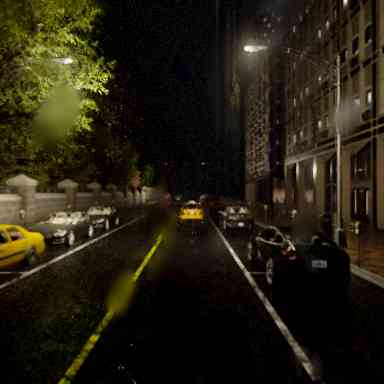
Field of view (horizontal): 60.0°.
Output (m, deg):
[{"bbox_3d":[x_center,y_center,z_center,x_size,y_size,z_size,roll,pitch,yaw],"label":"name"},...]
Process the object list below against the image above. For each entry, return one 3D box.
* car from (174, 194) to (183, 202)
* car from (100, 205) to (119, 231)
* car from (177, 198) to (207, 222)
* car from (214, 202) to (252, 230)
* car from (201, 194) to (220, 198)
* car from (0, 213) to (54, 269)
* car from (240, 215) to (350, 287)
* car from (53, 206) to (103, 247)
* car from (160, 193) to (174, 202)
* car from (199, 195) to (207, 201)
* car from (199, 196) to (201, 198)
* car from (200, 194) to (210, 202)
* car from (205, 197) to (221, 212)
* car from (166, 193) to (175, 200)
[{"bbox_3d":[-2.993,1.380,72.583,2.128,1.511,4.902,0,0,0],"label":"car"},{"bbox_3d":[-5.683,1.534,20.506,2.008,1.369,4.403,0,0,0],"label":"car"},{"bbox_3d":[0.010,1.493,26.262,1.801,1.575,5.366,0,0,0],"label":"car"},{"bbox_3d":[2.698,1.534,20.479,2.008,1.369,4.403,0,0,0],"label":"car"},{"bbox_3d":[2.703,1.265,43.203,2.192,1.841,5.009,0,0,0],"label":"car"},{"bbox_3d":[-5.683,1.520,8.970,1.752,1.417,4.829,0,0,0],"label":"car"},{"bbox_3d":[2.697,1.559,9.115,1.947,1.339,4.313,0,0,0],"label":"car"},{"bbox_3d":[-5.683,1.540,14.823,2.008,1.369,4.403,0,0,0],"label":"car"},{"bbox_3d":[-5.674,1.196,71.651,2.192,1.841,5.009,1,0,0],"label":"car"},{"bbox_3d":[2.705,1.412,82.970,1.947,1.339,4.313,1,0,0],"label":"car"},{"bbox_3d":[0.006,1.595,52.759,1.895,1.301,4.718,0,0,0],"label":"car"},{"bbox_3d":[2.705,1.321,71.609,1.967,1.590,4.097,1,0,0],"label":"car"},{"bbox_3d":[2.700,1.542,37.520,1.802,1.307,4.206,0,0,0],"label":"car"},{"bbox_3d":[-5.671,1.143,88.698,2.192,1.841,5.009,1,0,0],"label":"car"}]
